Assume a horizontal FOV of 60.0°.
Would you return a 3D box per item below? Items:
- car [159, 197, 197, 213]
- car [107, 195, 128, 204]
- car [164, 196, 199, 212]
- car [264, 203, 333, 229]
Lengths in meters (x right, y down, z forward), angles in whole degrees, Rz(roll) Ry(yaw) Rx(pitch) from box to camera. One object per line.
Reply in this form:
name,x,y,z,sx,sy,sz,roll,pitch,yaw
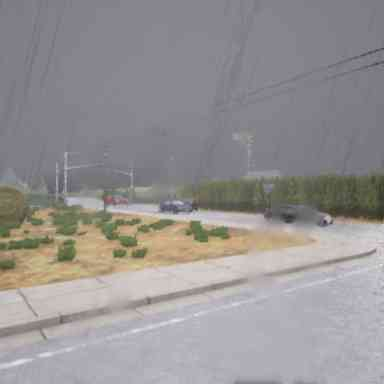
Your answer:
car,-1.777,1.550,34.852,1.812,1.442,4.674,0,0,-35
car,-10.837,1.097,48.247,2.097,1.767,4.553,0,0,-33
car,-1.329,1.375,40.675,2.097,1.767,4.553,0,0,-35
car,6.941,1.515,22.084,2.128,1.511,4.902,0,0,-32
